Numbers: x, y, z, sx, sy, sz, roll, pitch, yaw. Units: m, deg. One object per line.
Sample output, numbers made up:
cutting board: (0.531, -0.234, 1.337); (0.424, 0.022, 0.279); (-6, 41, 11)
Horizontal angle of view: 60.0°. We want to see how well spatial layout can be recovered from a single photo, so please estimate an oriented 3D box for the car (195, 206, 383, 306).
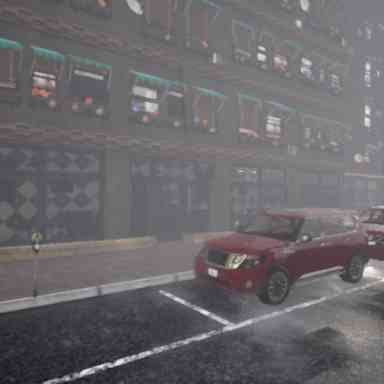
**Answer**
car: (2.485, 1.359, 8.326); (5.009, 1.841, 2.192); (0, 0, -36)
